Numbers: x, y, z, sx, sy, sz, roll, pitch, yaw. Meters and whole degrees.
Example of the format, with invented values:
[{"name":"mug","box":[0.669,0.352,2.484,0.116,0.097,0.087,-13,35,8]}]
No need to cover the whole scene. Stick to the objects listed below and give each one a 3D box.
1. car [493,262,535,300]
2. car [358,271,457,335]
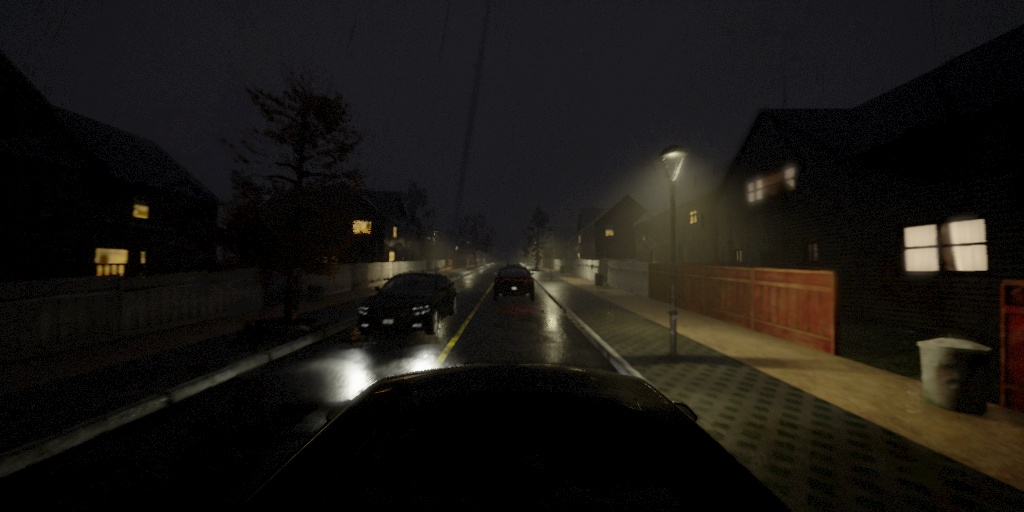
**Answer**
[{"name":"car","box":[0.095,1.239,17.850,1.882,1.535,5.008,0,0,0]},{"name":"car","box":[-2.851,1.234,10.745,1.882,1.535,5.008,0,0,0]}]
